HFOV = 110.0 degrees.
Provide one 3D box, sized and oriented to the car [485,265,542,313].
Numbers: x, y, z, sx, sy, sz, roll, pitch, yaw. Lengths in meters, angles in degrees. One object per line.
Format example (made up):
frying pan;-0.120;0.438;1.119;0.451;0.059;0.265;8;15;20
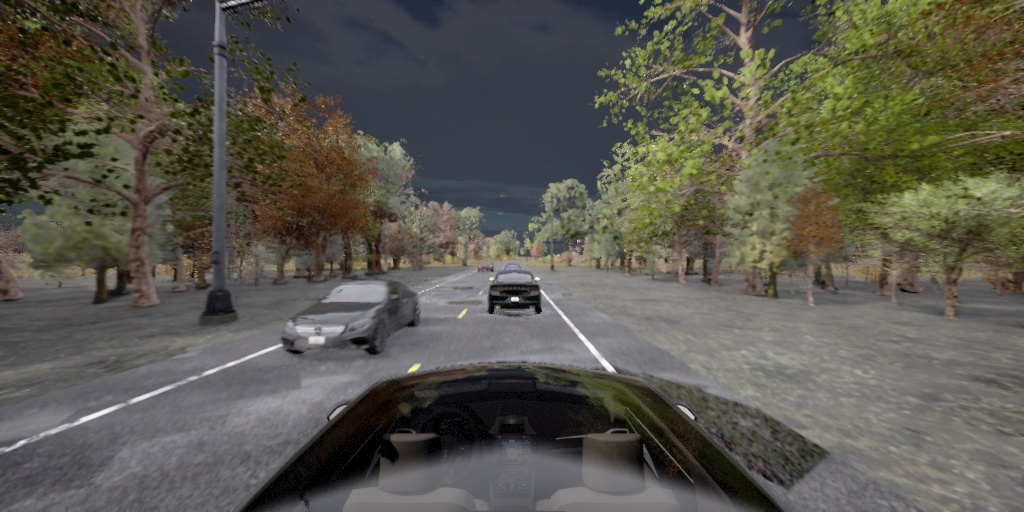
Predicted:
car;0.099;1.283;14.399;1.882;1.535;5.008;0;0;0

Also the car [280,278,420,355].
car;-3.600;1.308;8.943;1.812;1.442;4.674;0;0;0

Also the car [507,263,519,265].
car;0.102;1.447;36.289;2.033;1.411;5.357;0;0;0

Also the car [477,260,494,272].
car;-3.570;1.308;49.557;2.097;1.767;4.553;0;0;0
